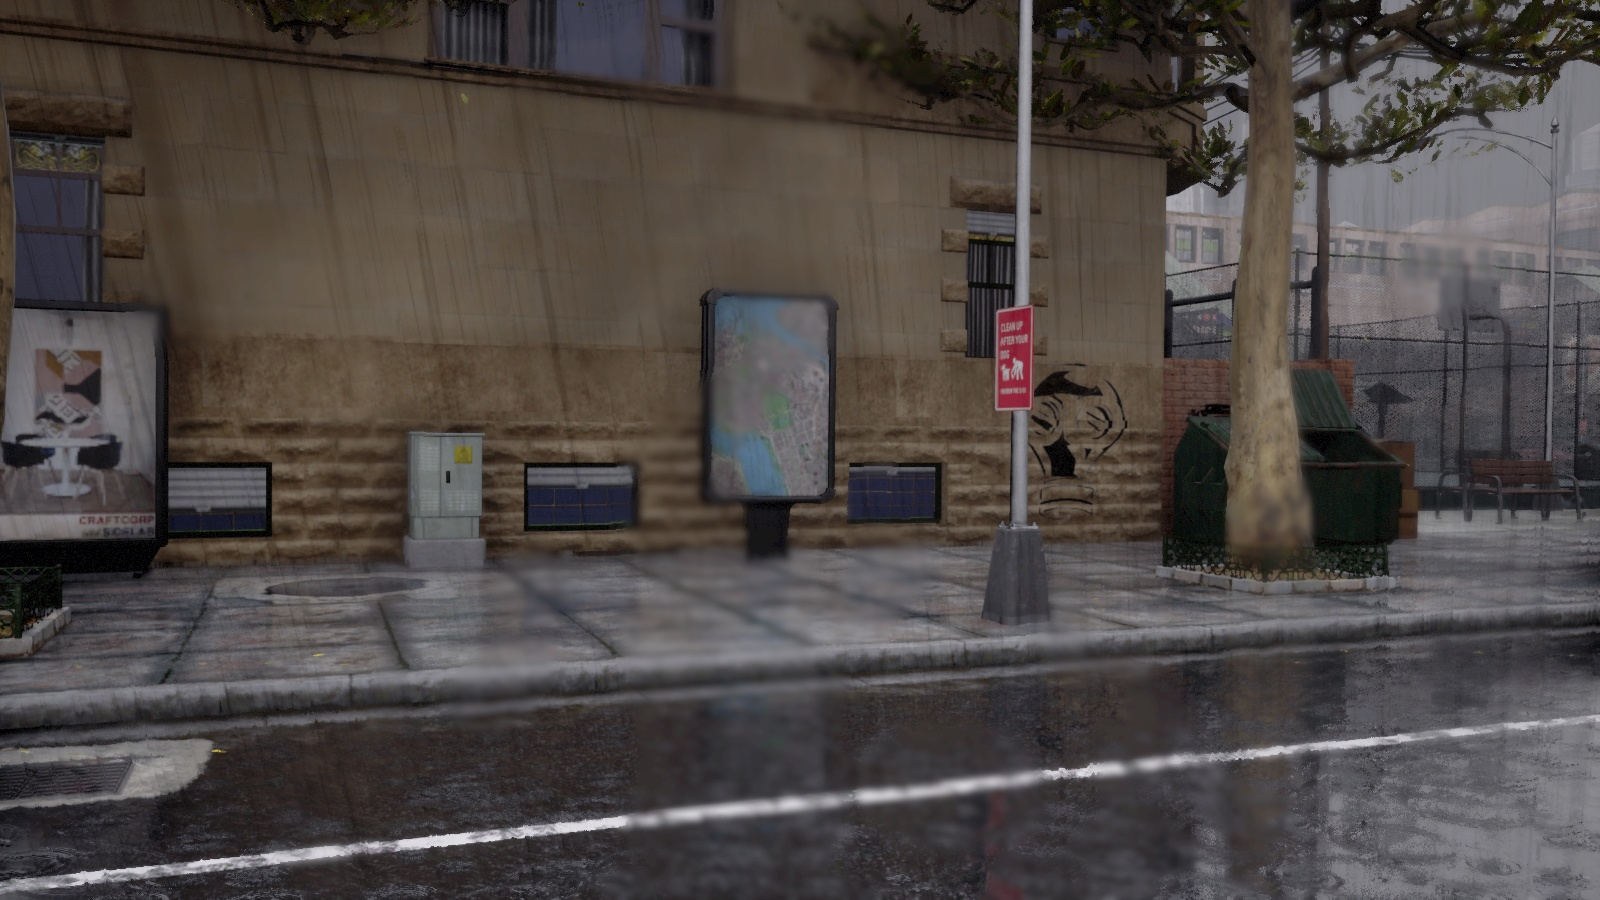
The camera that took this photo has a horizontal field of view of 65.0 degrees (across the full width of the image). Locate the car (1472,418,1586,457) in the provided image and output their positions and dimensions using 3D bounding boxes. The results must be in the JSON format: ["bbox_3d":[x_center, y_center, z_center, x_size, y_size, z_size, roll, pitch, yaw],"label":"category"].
[{"bbox_3d":[31.655,-0.535,54.658,1.851,1.617,3.988,-1,1,-21],"label":"car"}]
